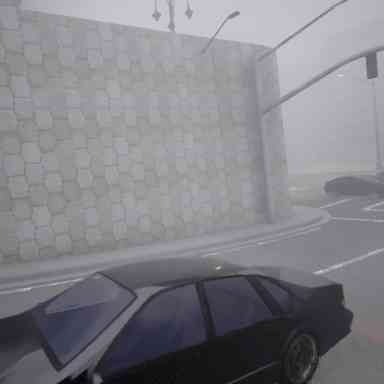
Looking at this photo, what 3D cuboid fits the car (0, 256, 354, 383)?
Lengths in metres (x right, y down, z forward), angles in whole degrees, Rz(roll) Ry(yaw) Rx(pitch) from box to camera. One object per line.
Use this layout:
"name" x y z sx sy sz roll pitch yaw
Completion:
"car" -0.376 1.535 3.682 5.357 1.411 2.033 -1 1 -35

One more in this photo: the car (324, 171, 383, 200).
"car" 11.104 -0.411 21.905 1.837 1.490 4.892 -9 5 -30
